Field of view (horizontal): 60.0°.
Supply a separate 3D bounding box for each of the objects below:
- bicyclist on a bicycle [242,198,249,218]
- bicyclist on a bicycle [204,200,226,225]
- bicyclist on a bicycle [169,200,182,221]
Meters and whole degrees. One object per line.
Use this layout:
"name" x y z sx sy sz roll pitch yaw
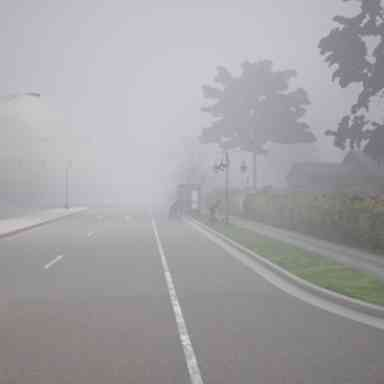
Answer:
"bicyclist on a bicycle" 4.321 1.323 26.929 0.582 1.620 1.656 0 0 1
"bicyclist on a bicycle" 1.579 1.313 21.503 1.656 1.620 0.582 0 0 -13
"bicyclist on a bicycle" -1.307 1.458 25.884 0.582 1.620 1.656 0 0 -39
